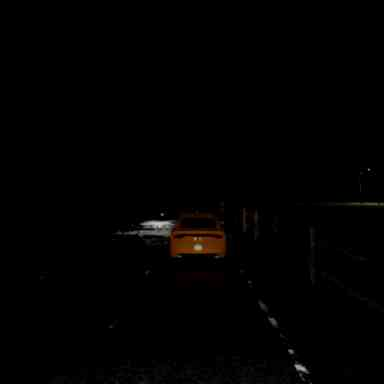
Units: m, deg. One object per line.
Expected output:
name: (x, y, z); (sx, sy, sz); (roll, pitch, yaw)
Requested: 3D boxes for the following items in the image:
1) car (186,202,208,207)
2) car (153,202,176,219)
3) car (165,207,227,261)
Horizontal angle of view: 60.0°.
car: (0.462, 1.665, 31.339); (1.882, 1.535, 5.008); (0, 0, 1)
car: (-2.489, 1.675, 30.730); (2.128, 1.511, 4.902); (0, 0, 1)
car: (0.225, 1.550, 12.655); (1.882, 1.535, 5.008); (0, 0, 1)
